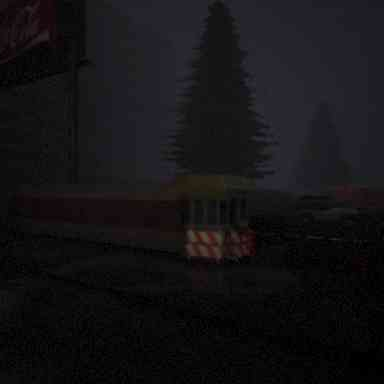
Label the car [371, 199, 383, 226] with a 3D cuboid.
[{"bbox_3d":[9.599,1.330,20.837,4.193,1.474,1.816,0,0,35],"label":"car"}]

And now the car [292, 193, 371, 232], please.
[{"bbox_3d":[7.661,1.140,18.778,3.866,1.878,1.905,0,0,35],"label":"car"}]
